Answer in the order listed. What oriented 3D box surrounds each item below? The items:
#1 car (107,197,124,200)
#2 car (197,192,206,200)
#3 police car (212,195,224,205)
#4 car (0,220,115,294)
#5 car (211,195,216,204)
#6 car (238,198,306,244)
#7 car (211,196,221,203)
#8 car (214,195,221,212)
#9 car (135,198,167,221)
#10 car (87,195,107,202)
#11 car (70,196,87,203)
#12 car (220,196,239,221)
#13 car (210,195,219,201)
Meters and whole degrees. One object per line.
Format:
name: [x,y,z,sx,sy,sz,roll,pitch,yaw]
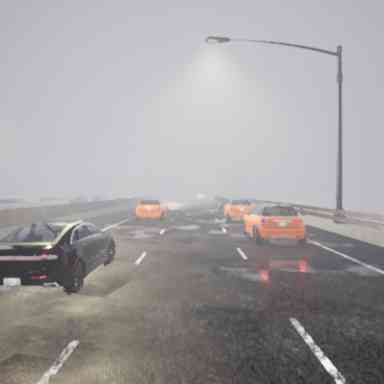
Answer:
car: [-12.983,1.525,59.206,1.895,1.301,4.718,0,0,3]
car: [2.426,1.085,90.811,2.150,2.045,5.566,0,0,3]
police car: [4.574,1.352,59.792,1.930,1.638,5.238,0,0,2]
car: [-3.366,1.466,8.677,2.128,1.511,4.902,0,0,0]
car: [4.220,1.430,48.795,2.163,1.488,4.792,0,0,2]
car: [3.688,1.312,15.696,2.097,1.767,4.553,0,0,0]
car: [4.990,1.501,70.597,1.994,1.385,4.181,0,0,2]
car: [3.938,1.436,37.876,2.163,1.488,4.792,0,0,1]
car: [-3.169,1.293,26.718,2.097,1.767,4.553,0,0,1]
car: [-16.481,1.276,59.303,2.097,1.767,4.553,0,0,2]
car: [-19.982,1.400,59.268,1.882,1.535,5.008,0,0,2]
car: [3.725,1.295,26.895,2.097,1.767,4.553,0,0,1]
car: [5.480,1.507,81.509,2.033,1.411,5.357,0,0,3]
